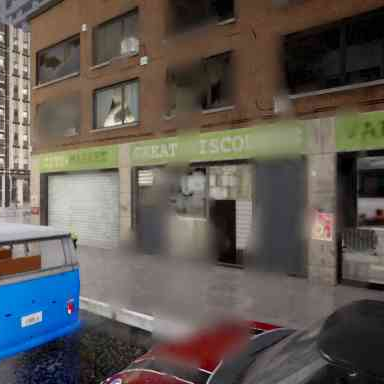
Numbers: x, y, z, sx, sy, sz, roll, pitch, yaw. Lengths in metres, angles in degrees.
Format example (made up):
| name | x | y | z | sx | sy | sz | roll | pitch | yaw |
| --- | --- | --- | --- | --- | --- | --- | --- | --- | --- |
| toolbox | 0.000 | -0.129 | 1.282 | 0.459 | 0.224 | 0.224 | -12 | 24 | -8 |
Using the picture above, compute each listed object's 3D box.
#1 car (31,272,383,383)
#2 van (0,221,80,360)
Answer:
| name | x | y | z | sx | sy | sz | roll | pitch | yaw |
| --- | --- | --- | --- | --- | --- | --- | --- | --- | --- |
| car | 1.147 | 1.440 | 1.909 | 4.097 | 1.590 | 1.967 | 0 | 0 | 35 |
| van | -3.492 | 1.343 | 5.204 | 3.998 | 1.788 | 1.690 | 0 | 0 | 35 |
